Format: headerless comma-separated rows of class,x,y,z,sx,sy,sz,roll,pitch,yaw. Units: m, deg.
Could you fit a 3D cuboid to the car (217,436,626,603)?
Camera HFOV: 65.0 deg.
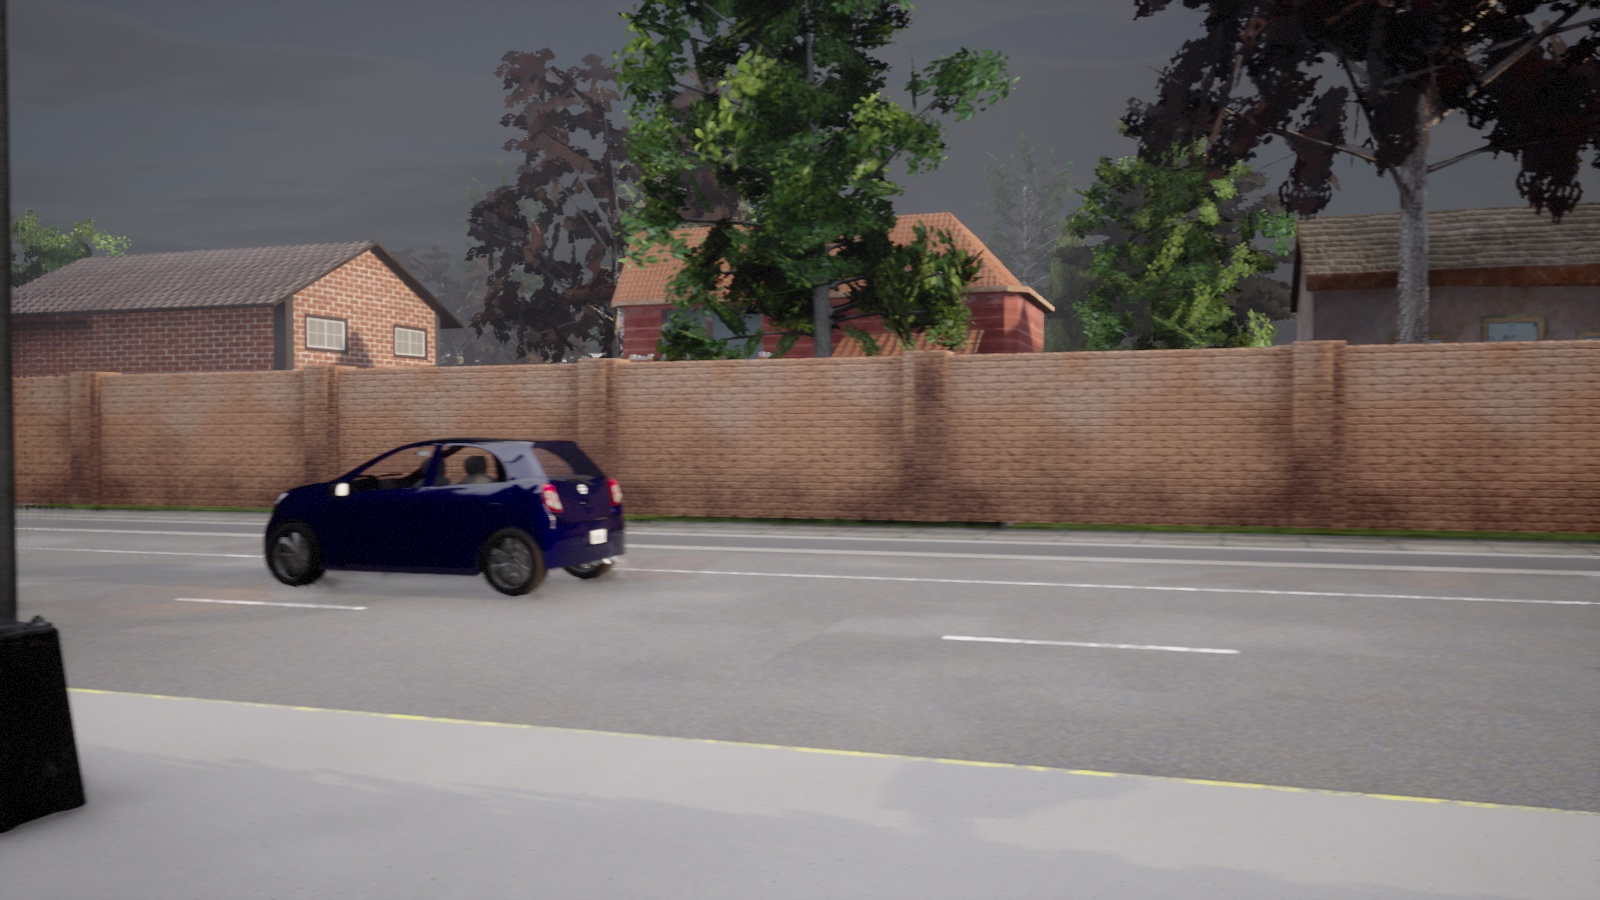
car,-3.847,0.619,12.928,3.633,1.501,1.845,1,1,19
